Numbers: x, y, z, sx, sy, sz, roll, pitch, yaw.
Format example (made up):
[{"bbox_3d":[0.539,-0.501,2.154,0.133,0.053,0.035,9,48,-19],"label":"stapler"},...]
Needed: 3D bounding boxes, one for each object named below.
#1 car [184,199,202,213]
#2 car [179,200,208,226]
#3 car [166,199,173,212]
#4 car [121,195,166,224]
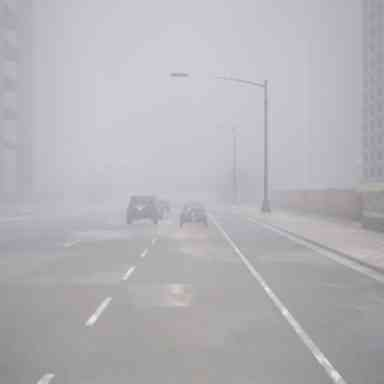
[{"bbox_3d":[0.095,1.574,38.739,1.994,1.385,4.181,0,0,0],"label":"car"},{"bbox_3d":[0.099,1.499,23.105,2.128,1.511,4.902,0,0,0],"label":"car"},{"bbox_3d":[-3.436,1.516,39.327,1.837,1.490,4.892,0,0,0],"label":"car"},{"bbox_3d":[-3.429,1.230,24.758,2.150,2.045,5.566,0,0,0],"label":"car"}]
